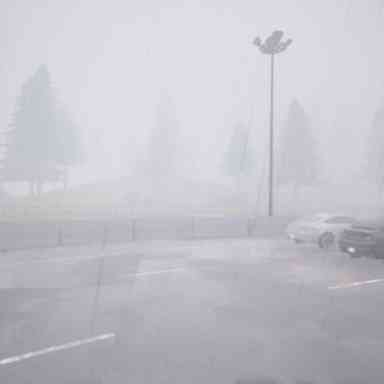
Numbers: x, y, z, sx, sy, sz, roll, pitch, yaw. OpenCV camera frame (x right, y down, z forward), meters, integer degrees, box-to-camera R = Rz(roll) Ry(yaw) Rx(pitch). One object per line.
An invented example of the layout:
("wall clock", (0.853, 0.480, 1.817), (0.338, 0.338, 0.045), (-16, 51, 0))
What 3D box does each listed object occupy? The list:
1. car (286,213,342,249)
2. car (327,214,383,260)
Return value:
("car", (6.448, 1.659, 14.883), (4.674, 1.442, 1.812), (0, -1, -19))
("car", (7.420, 1.600, 11.525), (4.892, 1.490, 1.837), (0, -1, -19))
